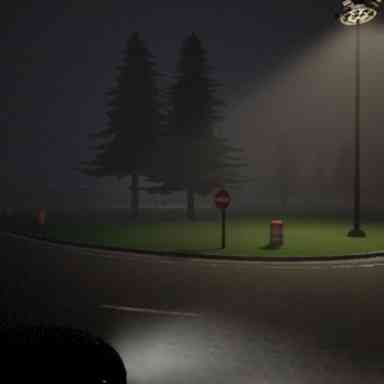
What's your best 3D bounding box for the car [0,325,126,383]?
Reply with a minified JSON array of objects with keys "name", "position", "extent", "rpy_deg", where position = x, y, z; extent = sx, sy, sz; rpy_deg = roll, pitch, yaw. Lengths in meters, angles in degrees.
[{"name":"car","position":[-2.637,1.514,1.865],"extent":[4.674,1.442,1.812],"rpy_deg":[1,0,-35]}]
